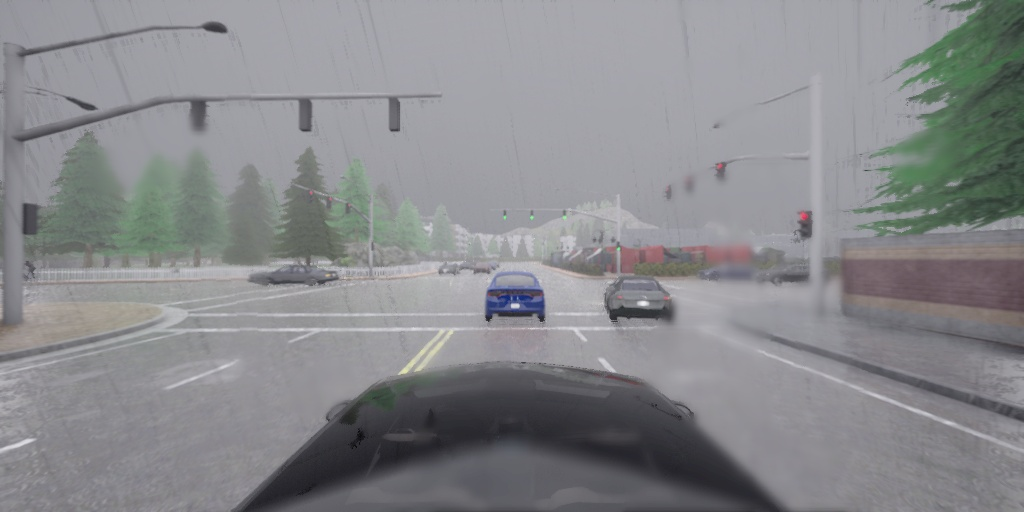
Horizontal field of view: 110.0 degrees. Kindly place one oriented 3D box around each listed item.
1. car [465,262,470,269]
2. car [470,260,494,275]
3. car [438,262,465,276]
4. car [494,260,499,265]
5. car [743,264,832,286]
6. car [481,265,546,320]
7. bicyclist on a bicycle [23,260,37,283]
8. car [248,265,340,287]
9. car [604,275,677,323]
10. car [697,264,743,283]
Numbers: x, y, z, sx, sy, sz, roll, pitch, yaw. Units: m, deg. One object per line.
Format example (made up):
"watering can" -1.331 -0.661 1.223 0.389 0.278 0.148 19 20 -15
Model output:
"car" -7.054 1.569 56.351 2.033 1.411 5.357 0 0 1
"car" -3.587 1.437 43.813 1.882 1.535 5.008 0 0 0
"car" -7.096 1.436 40.790 2.128 1.511 4.902 0 0 0
"car" -3.558 1.498 56.238 1.882 1.535 5.008 0 0 0
"car" 19.420 1.301 25.012 4.902 1.511 2.128 0 0 -1
"car" 0.098 1.272 12.855 1.882 1.535 5.008 0 0 0
"bicyclist on a bicycle" -35.241 1.118 26.135 0.582 1.620 1.656 0 0 -28
"car" -14.924 1.355 24.759 5.357 1.411 2.033 0 0 -5
"car" 4.316 1.363 12.450 1.994 1.385 4.181 0 0 14
"car" 17.258 1.352 28.495 4.674 1.442 1.812 0 0 0
